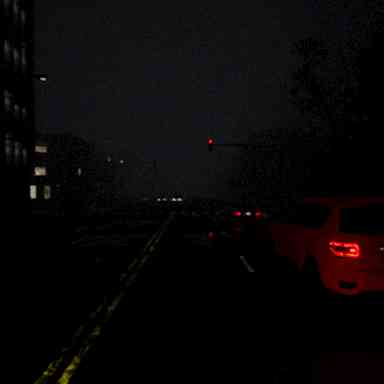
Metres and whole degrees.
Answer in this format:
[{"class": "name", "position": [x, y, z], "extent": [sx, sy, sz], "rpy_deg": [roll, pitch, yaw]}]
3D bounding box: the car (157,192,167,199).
[{"class": "car", "position": [-6.610, 0.764, 74.103], "extent": [2.033, 1.411, 5.357], "rpy_deg": [0, 1, 0]}]

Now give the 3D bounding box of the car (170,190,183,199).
[{"class": "car", "position": [-3.360, 0.776, 74.116], "extent": [1.994, 1.385, 4.181], "rpy_deg": [0, 1, 0]}]

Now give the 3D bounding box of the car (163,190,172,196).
[{"class": "car", "position": [-6.663, 0.218, 89.537], "extent": [2.033, 1.411, 5.357], "rpy_deg": [0, 1, 0]}]

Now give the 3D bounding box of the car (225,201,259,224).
[{"class": "car", "position": [3.346, 1.312, 22.248], "extent": [2.033, 1.411, 5.357], "rpy_deg": [0, 1, 0]}]

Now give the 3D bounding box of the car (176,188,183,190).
[{"class": "car", "position": [-3.413, -0.096, 89.514], "extent": [2.150, 2.045, 5.566], "rpy_deg": [0, 1, 0]}]

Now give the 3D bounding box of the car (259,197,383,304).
[{"class": "car", "position": [3.350, 1.130, 8.039], "extent": [2.150, 2.045, 5.566], "rpy_deg": [0, 0, 0]}]
